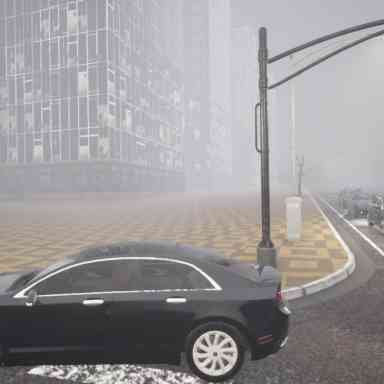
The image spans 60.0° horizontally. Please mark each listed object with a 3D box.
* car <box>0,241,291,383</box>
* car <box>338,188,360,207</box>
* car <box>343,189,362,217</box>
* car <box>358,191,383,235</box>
[{"bbox_3d":[-1.121,1.505,4.786,4.892,1.490,1.837,0,0,0],"label":"car"},{"bbox_3d":[12.938,0.453,26.828,2.128,1.511,4.902,-1,2,18],"label":"car"},{"bbox_3d":[10.964,0.759,20.757,1.994,1.385,4.181,-1,2,17],"label":"car"},{"bbox_3d":[8.937,0.928,14.456,2.128,1.511,4.902,-1,2,18],"label":"car"}]
